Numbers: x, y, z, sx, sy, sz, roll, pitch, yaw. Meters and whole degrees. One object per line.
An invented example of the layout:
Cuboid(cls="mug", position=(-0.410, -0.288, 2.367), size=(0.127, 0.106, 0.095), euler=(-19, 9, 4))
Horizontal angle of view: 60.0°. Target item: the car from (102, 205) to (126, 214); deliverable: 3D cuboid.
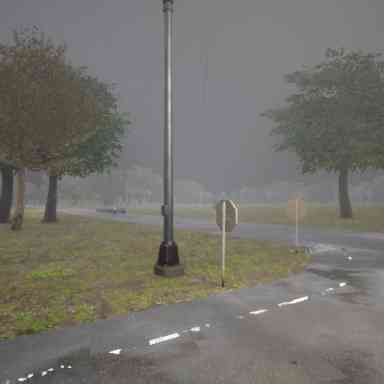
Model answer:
Cuboid(cls="car", position=(-12.863, 3.013, 56.267), size=(2.033, 1.411, 5.357), euler=(2, -2, -34))

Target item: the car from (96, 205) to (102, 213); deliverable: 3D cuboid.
Cuboid(cls="car", position=(-16.308, 3.131, 61.406), size=(1.994, 1.385, 4.181), euler=(2, -2, -33))
